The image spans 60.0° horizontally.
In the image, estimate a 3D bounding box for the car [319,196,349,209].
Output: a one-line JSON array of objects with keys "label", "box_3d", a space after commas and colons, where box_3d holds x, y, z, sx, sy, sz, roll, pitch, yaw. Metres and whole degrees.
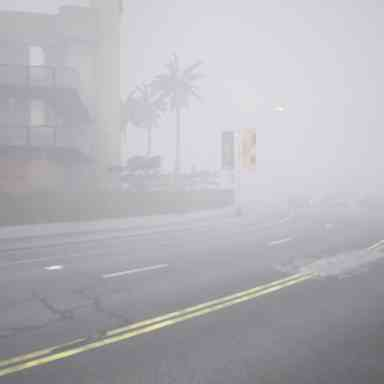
[{"label": "car", "box_3d": [15.884, 1.138, 37.590, 2.033, 1.411, 5.357, -1, 0, 6]}]

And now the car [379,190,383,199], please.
[{"label": "car", "box_3d": [38.553, 0.417, 63.742, 2.185, 1.767, 4.553, -1, 0, -10]}]

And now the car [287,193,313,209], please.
[{"label": "car", "box_3d": [12.505, 0.974, 38.782, 2.097, 1.767, 4.553, -1, 1, 4]}]

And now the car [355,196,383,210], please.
[{"label": "car", "box_3d": [19.213, 1.109, 35.467, 2.033, 1.411, 5.357, -1, 0, 7]}]
